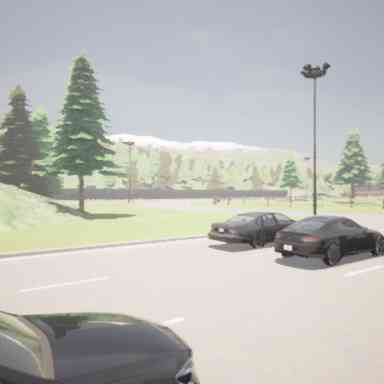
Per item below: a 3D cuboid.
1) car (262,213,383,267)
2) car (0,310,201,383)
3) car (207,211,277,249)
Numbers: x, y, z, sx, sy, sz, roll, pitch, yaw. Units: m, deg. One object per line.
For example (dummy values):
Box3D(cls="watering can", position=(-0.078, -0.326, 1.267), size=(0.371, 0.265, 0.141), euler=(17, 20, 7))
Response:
Box3D(cls="car", position=(4.804, 1.540, 11.487), size=(4.674, 1.442, 1.812), euler=(0, 0, -35))
Box3D(cls="car", position=(-2.073, 1.526, 2.267), size=(4.674, 1.442, 1.812), euler=(0, 0, -35))
Box3D(cls="car", position=(3.203, 1.562, 14.638), size=(5.357, 1.411, 2.033), euler=(0, 0, -36))
